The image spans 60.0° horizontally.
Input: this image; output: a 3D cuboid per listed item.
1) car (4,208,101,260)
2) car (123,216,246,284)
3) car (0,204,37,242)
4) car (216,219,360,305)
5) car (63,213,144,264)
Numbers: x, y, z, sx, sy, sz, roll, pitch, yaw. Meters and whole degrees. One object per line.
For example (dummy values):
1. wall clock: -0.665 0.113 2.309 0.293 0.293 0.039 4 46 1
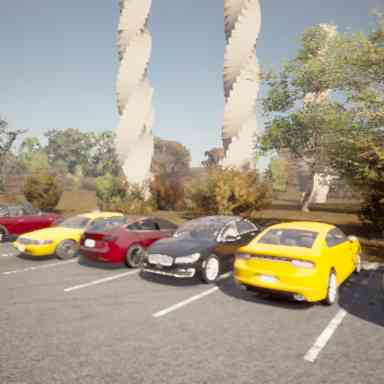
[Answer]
1. car: -3.974 1.497 12.975 1.946 1.575 5.366 0 0 36
2. car: 0.623 1.496 9.929 2.231 1.521 4.892 0 0 36
3. car: -8.363 1.368 16.298 2.185 1.767 4.553 0 0 36
4. car: 2.857 1.489 8.320 2.097 1.535 5.008 0 0 36
5. car: -1.603 1.530 11.546 2.163 1.488 4.792 0 0 36
